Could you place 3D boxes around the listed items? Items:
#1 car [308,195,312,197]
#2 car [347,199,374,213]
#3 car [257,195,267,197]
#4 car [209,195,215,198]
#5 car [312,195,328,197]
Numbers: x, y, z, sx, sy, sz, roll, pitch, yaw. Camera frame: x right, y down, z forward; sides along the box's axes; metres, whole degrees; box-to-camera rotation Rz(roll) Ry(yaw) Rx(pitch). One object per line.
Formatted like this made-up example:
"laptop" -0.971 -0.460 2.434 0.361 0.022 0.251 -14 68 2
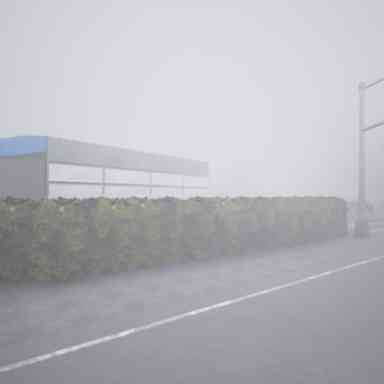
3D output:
"car" 25.775 1.563 71.857 3.866 1.878 1.905 1 0 -40
"car" 19.533 1.630 38.890 4.514 1.523 2.007 1 0 -40
"car" 17.648 1.649 81.739 5.027 1.636 2.152 1 0 -40
"car" 2.228 1.473 73.122 4.605 1.855 1.932 1 0 -40
"car" 27.939 1.584 69.874 4.605 1.855 1.932 1 0 -40
